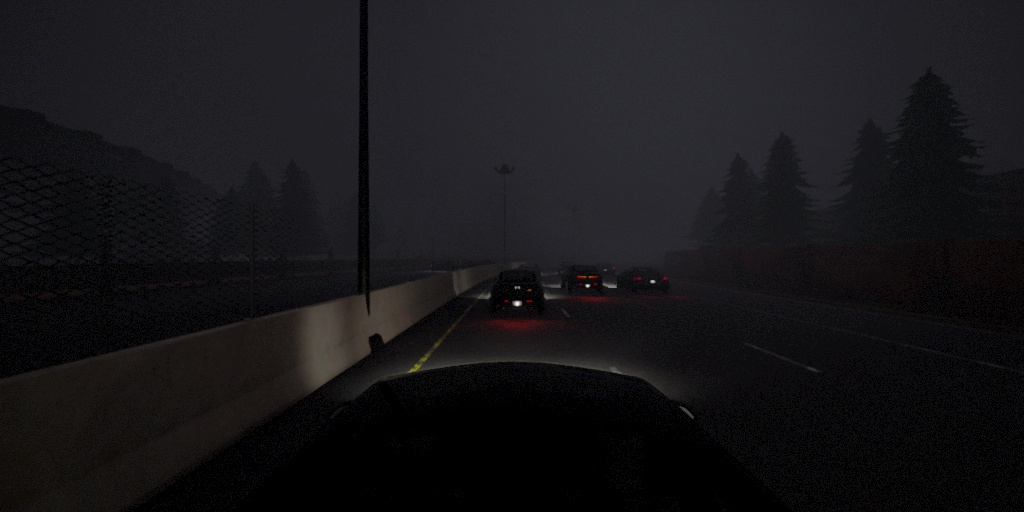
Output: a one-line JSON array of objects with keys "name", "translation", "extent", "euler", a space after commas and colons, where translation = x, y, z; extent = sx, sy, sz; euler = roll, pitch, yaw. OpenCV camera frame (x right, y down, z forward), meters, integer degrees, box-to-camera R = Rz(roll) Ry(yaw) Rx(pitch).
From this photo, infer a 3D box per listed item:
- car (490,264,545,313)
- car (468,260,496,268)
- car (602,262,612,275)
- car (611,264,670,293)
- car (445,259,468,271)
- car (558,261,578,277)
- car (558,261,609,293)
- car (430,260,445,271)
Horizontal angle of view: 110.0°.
[{"name": "car", "translation": [0.216, 1.248, 13.937], "extent": [1.837, 1.490, 4.892], "euler": [0, 1, 1]}, {"name": "car", "translation": [-3.337, 1.224, 44.536], "extent": [1.837, 1.490, 4.892], "euler": [0, 0, 16]}, {"name": "car", "translation": [9.152, 1.292, 35.588], "extent": [1.994, 1.385, 4.181], "euler": [0, 0, 11]}, {"name": "car", "translation": [7.399, 1.302, 20.665], "extent": [1.994, 1.385, 4.181], "euler": [0, 0, 2]}, {"name": "car", "translation": [-6.291, 1.263, 47.084], "extent": [2.033, 1.411, 5.357], "euler": [0, 0, 16]}, {"name": "car", "translation": [5.689, 1.253, 36.192], "extent": [1.812, 1.442, 4.674], "euler": [0, 0, 11]}, {"name": "car", "translation": [3.888, 1.242, 20.420], "extent": [1.837, 1.490, 4.892], "euler": [0, 0, 2]}, {"name": "car", "translation": [-9.313, 1.220, 49.020], "extent": [1.837, 1.490, 4.892], "euler": [0, -1, 17]}]
